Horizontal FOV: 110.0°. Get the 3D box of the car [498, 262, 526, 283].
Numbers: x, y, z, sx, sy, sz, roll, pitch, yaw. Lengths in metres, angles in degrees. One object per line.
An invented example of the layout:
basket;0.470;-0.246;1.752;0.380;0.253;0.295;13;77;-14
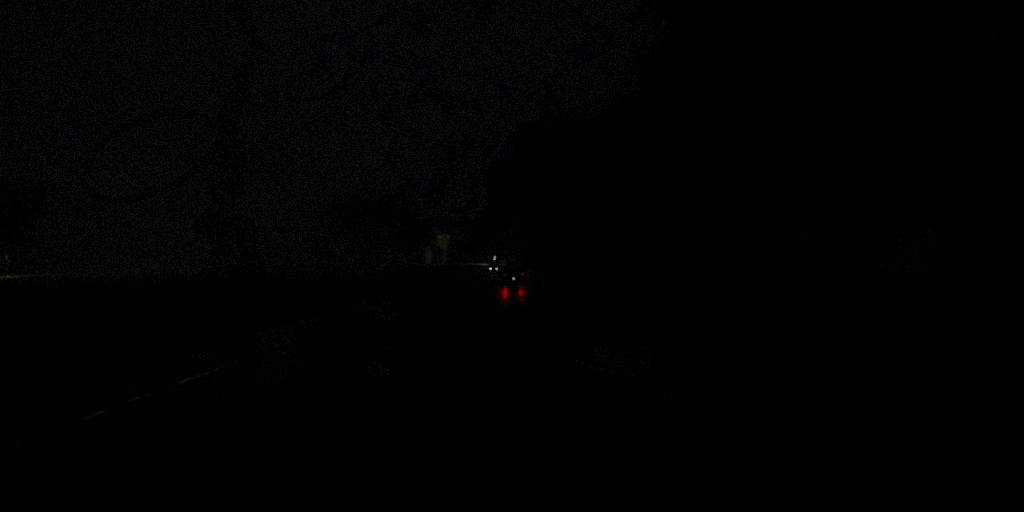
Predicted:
car;0.122;1.395;28.481;1.895;1.301;4.718;0;0;0
